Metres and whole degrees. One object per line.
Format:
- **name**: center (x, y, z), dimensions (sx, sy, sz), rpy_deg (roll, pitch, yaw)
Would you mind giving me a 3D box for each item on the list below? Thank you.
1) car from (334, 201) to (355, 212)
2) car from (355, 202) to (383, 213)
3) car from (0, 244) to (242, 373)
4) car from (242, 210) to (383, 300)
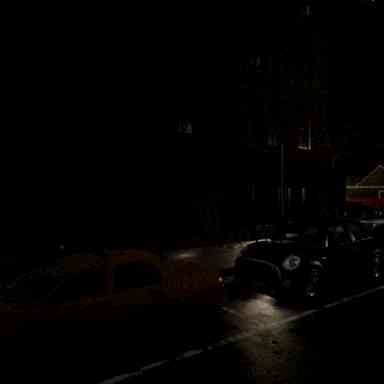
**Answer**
- **car**: center (11.081, 1.602, 28.886), dimensions (1.837, 1.490, 4.892), rpy_deg (0, 0, -33)
- **car**: center (14.389, 1.594, 29.827), dimensions (1.837, 1.490, 4.892), rpy_deg (0, 0, -36)
- **car**: center (-1.667, 1.525, 4.996), dimensions (4.829, 1.417, 1.752), rpy_deg (0, 0, -36)
- **car**: center (2.959, 1.440, 8.308), dimensions (4.097, 1.590, 1.967), rpy_deg (0, 0, -36)
